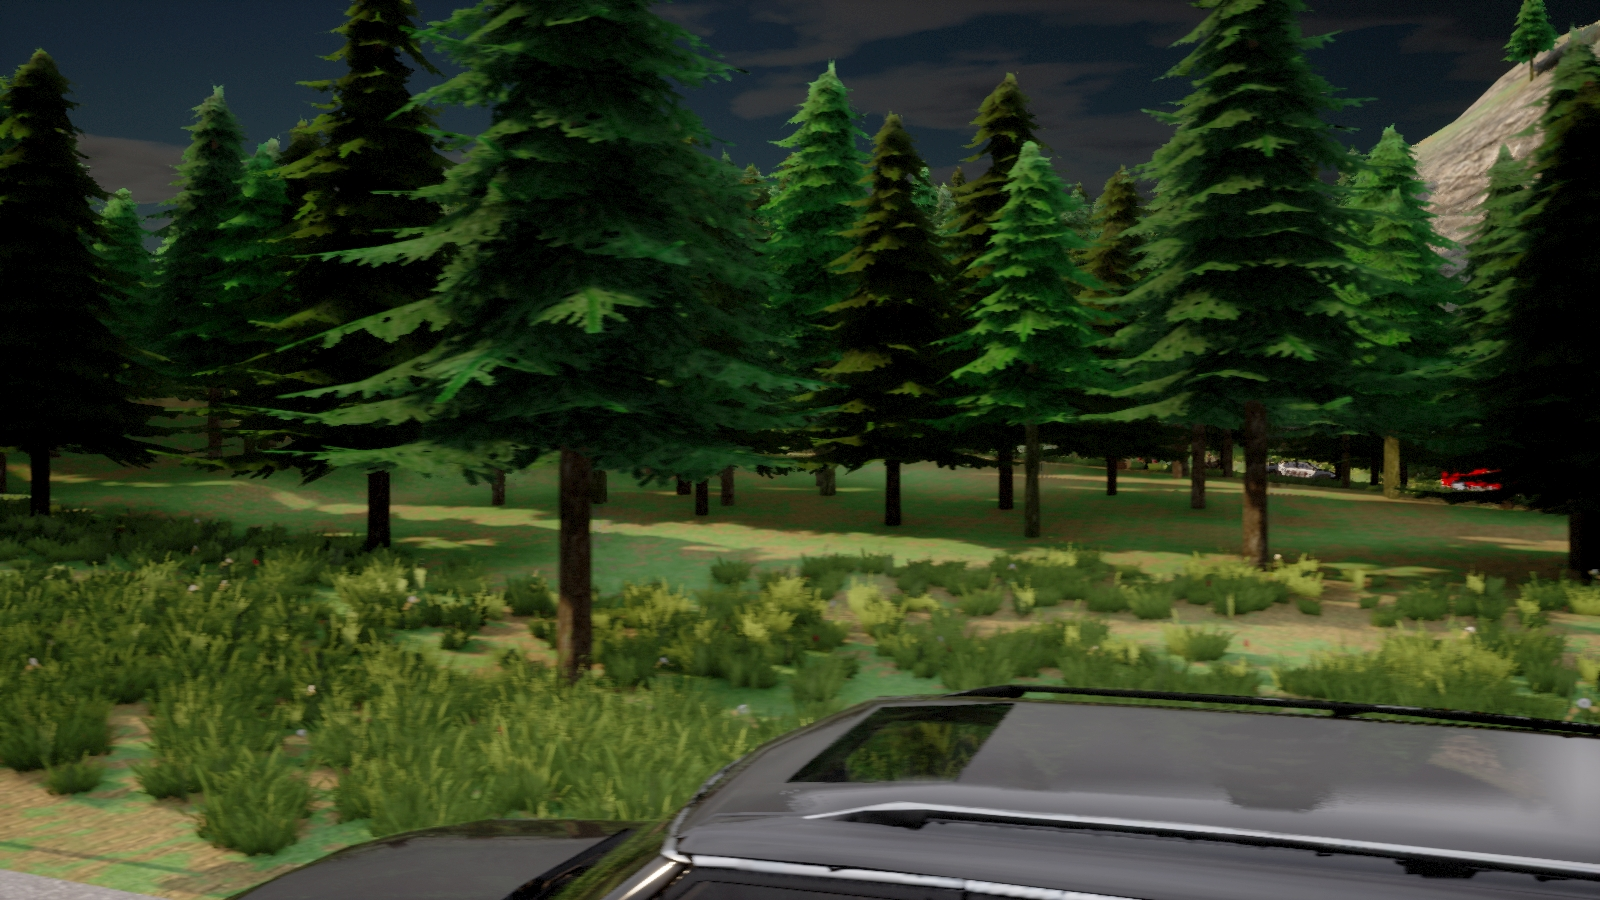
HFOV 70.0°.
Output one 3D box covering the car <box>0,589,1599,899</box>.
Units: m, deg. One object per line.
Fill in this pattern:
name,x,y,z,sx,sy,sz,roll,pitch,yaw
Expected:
car,0.535,1.639,3.121,5.566,2.045,2.150,0,0,20
